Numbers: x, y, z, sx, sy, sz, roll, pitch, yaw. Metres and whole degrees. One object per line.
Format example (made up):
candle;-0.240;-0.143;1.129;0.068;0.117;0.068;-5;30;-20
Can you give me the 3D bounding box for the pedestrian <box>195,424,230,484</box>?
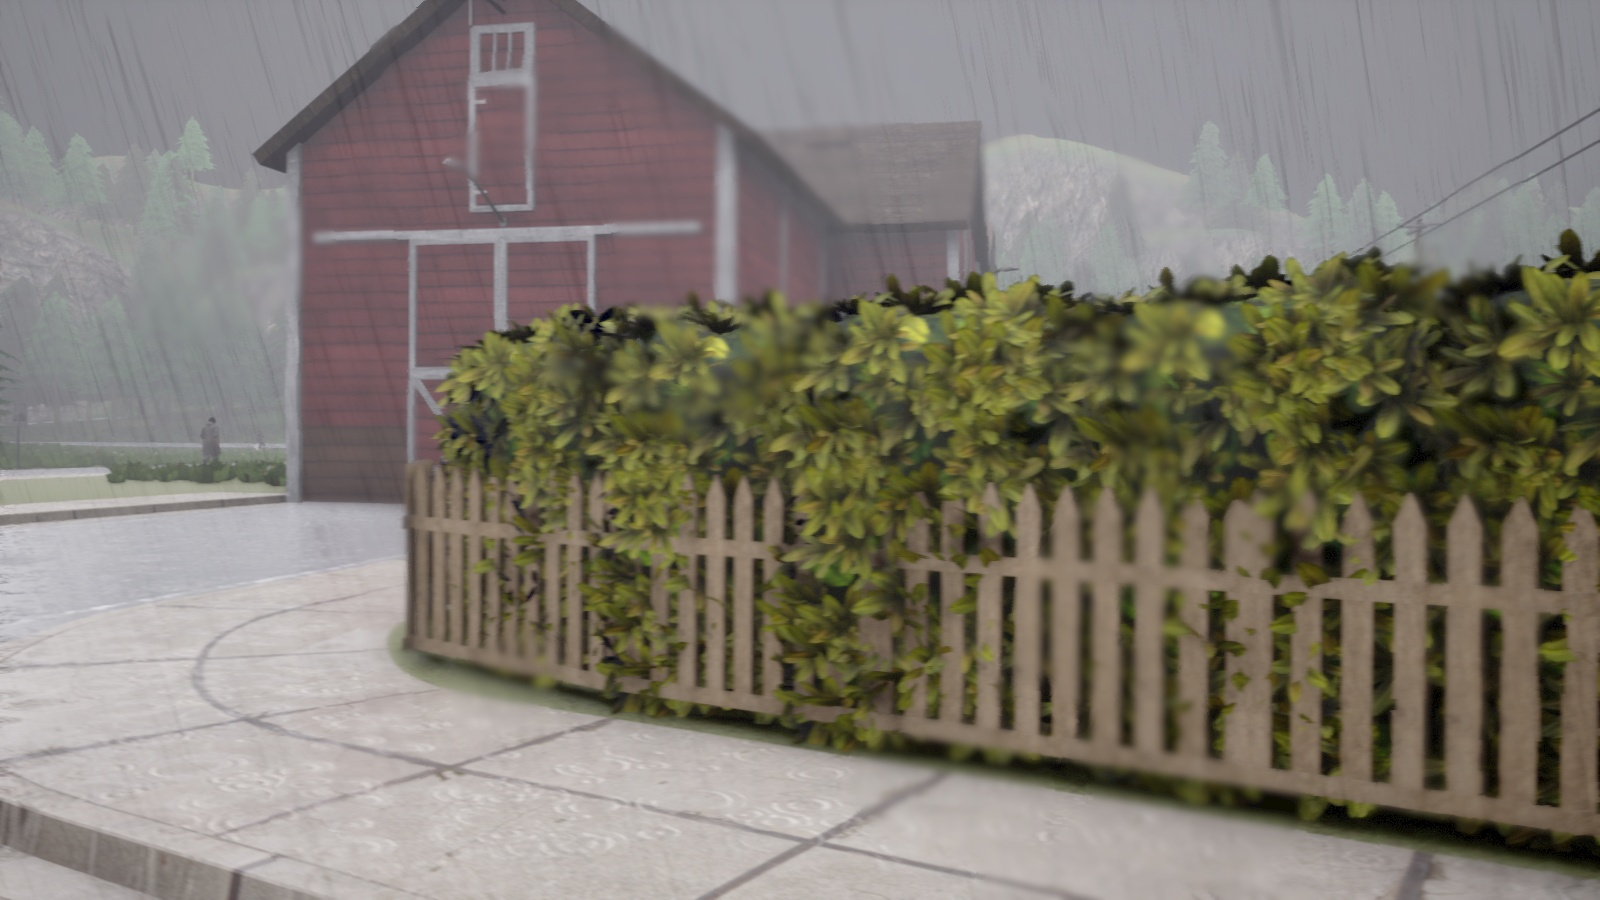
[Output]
pedestrian;-19.453;0.122;41.587;0.659;1.952;0.873;-1;1;7
